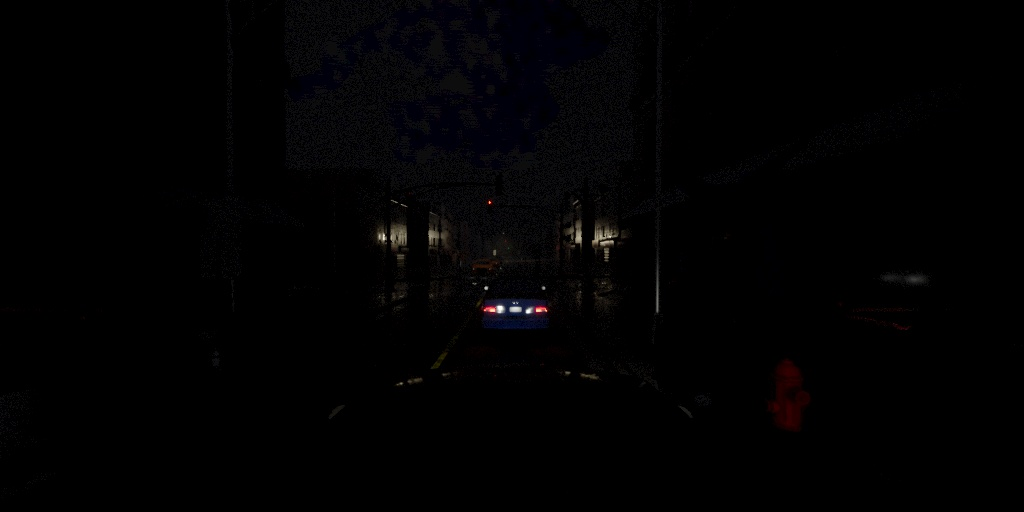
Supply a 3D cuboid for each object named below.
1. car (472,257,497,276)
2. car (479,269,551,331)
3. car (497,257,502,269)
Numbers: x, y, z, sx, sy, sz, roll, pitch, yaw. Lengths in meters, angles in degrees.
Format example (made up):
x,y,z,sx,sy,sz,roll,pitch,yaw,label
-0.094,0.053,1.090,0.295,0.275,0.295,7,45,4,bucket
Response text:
x,y,z,sx,sy,sz,roll,pitch,yaw,label
-2.816,1.100,35.344,1.882,1.535,5.008,0,0,-1,car
0.088,1.285,10.842,2.033,1.411,5.357,0,0,0,car
-2.849,0.994,51.152,1.882,1.535,5.008,0,0,0,car
